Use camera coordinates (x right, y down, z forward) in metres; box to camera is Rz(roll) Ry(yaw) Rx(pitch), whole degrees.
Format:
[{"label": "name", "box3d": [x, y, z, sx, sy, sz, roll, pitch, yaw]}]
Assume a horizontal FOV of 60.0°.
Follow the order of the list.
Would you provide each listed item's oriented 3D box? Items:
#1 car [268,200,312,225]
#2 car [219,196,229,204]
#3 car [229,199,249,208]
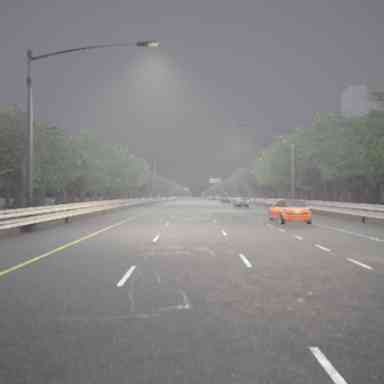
[{"label": "car", "box3d": [7.022, 1.360, 24.288, 2.097, 1.767, 4.553, 0, 0, 0]}, {"label": "car", "box3d": [7.264, 1.770, 74.322, 2.097, 1.767, 4.553, 0, -1, 0]}, {"label": "car", "box3d": [7.107, 1.731, 49.085, 1.895, 1.301, 4.718, 0, 0, 0]}]
